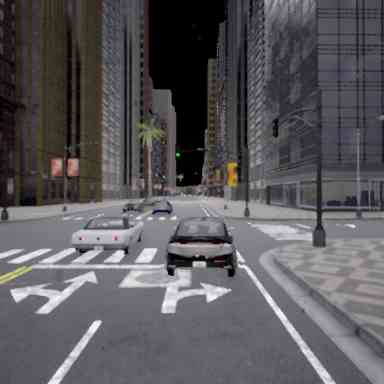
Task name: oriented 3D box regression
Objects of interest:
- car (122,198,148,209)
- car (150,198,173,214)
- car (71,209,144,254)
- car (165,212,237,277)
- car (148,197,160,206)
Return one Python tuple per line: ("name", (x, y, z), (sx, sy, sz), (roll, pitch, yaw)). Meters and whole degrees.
("car", (-6.596, 1.660, 37.748), (1.994, 1.385, 4.181), (0, 0, 0))
("car", (-3.154, 1.657, 36.638), (1.994, 1.385, 4.181), (0, 0, 0))
("car", (-3.157, 1.607, 13.480), (1.895, 1.301, 4.718), (0, 0, 0))
("car", (0.349, 1.501, 10.265), (2.128, 1.511, 4.902), (0, 0, 4))
("car", (-6.580, 1.662, 51.820), (1.837, 1.490, 4.892), (0, -1, 0))
